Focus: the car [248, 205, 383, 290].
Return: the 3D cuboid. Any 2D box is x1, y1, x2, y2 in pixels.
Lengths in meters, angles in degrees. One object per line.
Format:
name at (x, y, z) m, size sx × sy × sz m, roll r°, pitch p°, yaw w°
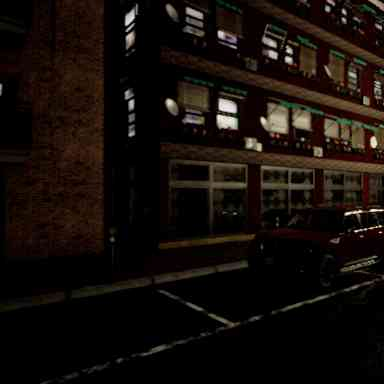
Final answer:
car at (3.860, 1.311, 9.313) m, size 5.009 × 1.841 × 2.192 m, roll 0°, pitch 0°, yaw -36°
